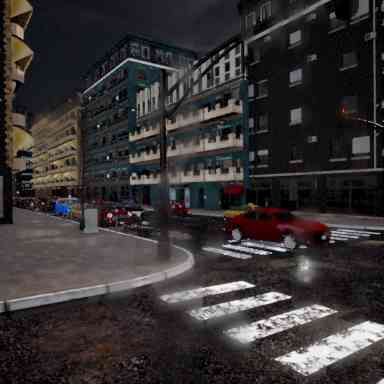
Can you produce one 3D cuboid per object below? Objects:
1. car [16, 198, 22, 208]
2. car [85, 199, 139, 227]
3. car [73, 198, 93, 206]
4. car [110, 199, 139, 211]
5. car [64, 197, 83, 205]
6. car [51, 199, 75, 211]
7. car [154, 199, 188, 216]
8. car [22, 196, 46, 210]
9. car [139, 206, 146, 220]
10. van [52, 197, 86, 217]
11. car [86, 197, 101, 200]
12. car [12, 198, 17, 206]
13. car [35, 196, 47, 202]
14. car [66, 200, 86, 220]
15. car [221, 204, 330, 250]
[{"bbox_3d":[-25.114,1.770,50.963,1.947,1.339,4.313,-1,1,-35],"label":"car"},{"bbox_3d":[-5.845,1.553,23.922,1.967,1.590,4.097,-1,1,-35],"label":"car"},{"bbox_3d":[-18.291,1.644,55.826,1.947,1.339,4.313,-1,1,-35],"label":"car"},{"bbox_3d":[-8.655,1.582,42.305,2.008,1.369,4.403,-1,1,-35],"label":"car"},{"bbox_3d":[-21.502,1.645,60.333,2.008,1.369,4.403,-1,1,-35],"label":"car"},{"bbox_3d":[-17.366,1.701,44.636,1.994,1.385,4.181,-1,0,-35],"label":"car"},{"bbox_3d":[-2.233,1.441,33.291,1.967,1.590,4.097,-1,1,-35],"label":"car"},{"bbox_3d":[-21.904,1.628,46.456,1.967,1.590,4.097,-1,1,-35],"label":"car"},{"bbox_3d":[-5.627,1.575,28.079,2.128,1.511,4.902,-1,0,-36],"label":"car"},{"bbox_3d":[-12.270,1.483,32.934,1.690,1.788,3.998,-1,1,-35],"label":"van"},{"bbox_3d":[-15.080,1.502,51.318,1.967,1.590,4.097,-1,1,-35],"label":"car"},{"bbox_3d":[-31.538,1.783,59.977,1.887,1.381,4.507,-1,1,-35],"label":"car"},{"bbox_3d":[-37.562,1.728,82.868,1.887,1.381,4.507,-1,1,-35],"label":"car"},{"bbox_3d":[-8.957,1.652,28.291,1.752,1.417,4.829,-1,1,-35],"label":"car"},{"bbox_3d":[3.689,1.519,15.006,1.882,1.535,5.008,-1,0,-35],"label":"car"}]
